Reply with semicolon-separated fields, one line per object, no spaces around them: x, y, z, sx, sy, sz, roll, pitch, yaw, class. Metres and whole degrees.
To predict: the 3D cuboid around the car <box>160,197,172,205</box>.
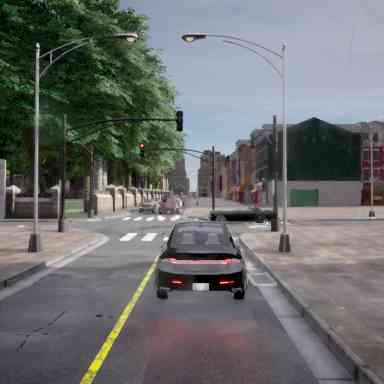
-4.701;1.671;60.916;1.802;1.307;4.206;1;0;0;car

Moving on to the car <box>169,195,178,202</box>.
-4.549;1.621;82.717;1.967;1.590;4.097;1;0;0;car

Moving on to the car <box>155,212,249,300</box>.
0.213;1.496;8.419;2.128;1.511;4.902;0;0;1;car

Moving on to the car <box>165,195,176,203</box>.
-4.624;1.570;71.817;1.967;1.590;4.097;1;0;0;car

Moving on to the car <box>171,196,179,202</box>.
-4.514;1.734;87.997;1.752;1.417;4.829;1;0;0;car

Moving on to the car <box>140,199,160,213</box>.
-4.900;1.564;39.405;1.752;1.417;4.829;1;0;0;car

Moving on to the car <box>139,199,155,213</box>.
-4.889;1.586;37.431;2.008;1.369;4.403;1;0;0;car

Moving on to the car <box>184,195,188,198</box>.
-2.182;1.570;57.638;2.128;1.511;4.902;0;0;0;car

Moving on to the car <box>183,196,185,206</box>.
-2.274;1.575;45.144;1.812;1.442;4.674;0;0;0;car

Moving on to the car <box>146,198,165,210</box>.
-4.813;1.598;44.566;2.008;1.369;4.403;1;0;0;car

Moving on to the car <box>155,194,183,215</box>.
-2.310;1.383;34.750;2.097;1.767;4.553;0;0;-1;car

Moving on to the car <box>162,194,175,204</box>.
-4.658;1.423;66.367;2.192;1.841;5.009;1;0;0;car

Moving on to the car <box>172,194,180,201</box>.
-4.472;1.556;93.619;2.192;1.841;5.009;1;0;0;car

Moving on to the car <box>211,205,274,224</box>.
3.529;1.622;23.921;4.718;1.301;1.895;0;-1;1;car

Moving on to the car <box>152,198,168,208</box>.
-4.776;1.625;50.016;1.947;1.339;4.313;1;0;0;car
